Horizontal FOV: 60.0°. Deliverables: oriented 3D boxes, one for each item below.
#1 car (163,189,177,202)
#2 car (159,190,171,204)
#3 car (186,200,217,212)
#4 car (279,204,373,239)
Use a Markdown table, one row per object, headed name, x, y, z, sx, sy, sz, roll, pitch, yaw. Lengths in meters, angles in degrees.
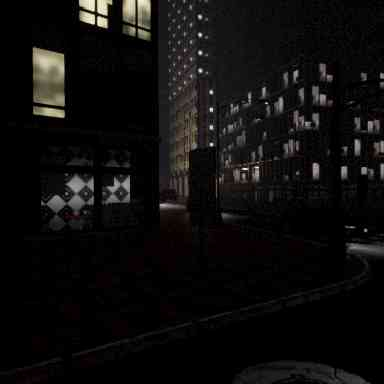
| name | x | y | z | sx | sy | sz | roll | pitch | yaw |
| --- | --- | --- | --- | --- | --- | --- | --- | --- | --- |
| car | -4.030 | 0.537 | 54.624 | 2.150 | 2.045 | 5.566 | -1 | 1 | -18 |
| car | -5.101 | 0.907 | 48.727 | 2.128 | 1.511 | 4.902 | -1 | 1 | -18 |
| car | 0.754 | 1.192 | 31.381 | 1.812 | 1.442 | 4.674 | -1 | 1 | -19 |
| car | 6.393 | 1.387 | 16.471 | 1.837 | 1.490 | 4.892 | -1 | 1 | -26 |
